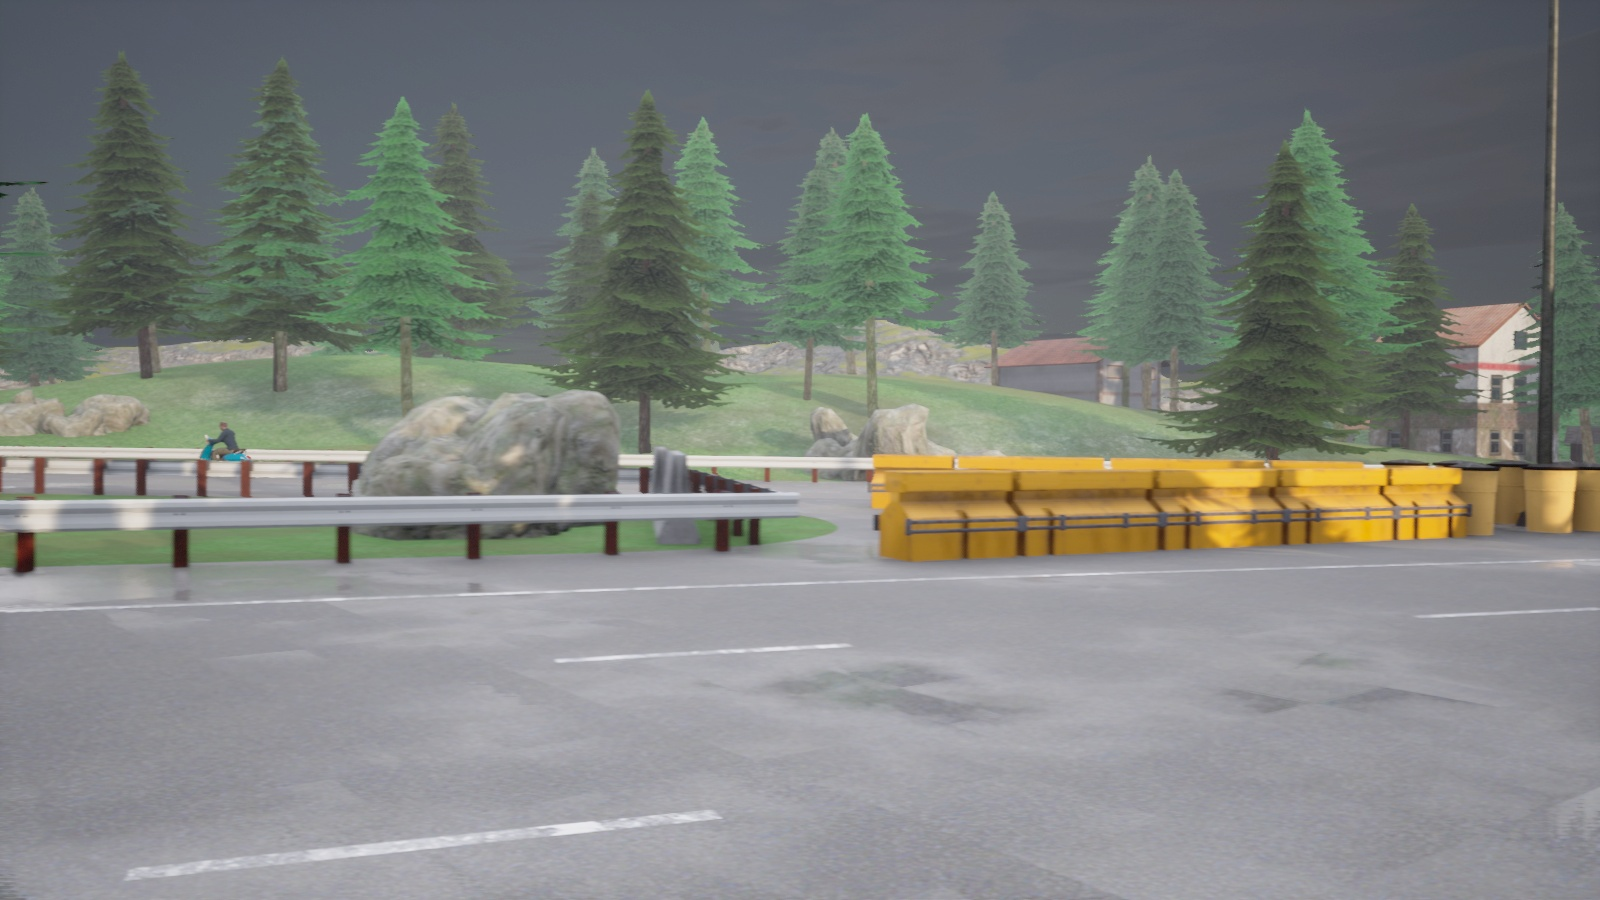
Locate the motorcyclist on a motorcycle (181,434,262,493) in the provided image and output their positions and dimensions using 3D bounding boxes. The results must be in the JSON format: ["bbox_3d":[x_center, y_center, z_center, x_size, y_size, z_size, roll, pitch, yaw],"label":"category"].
[{"bbox_3d":[-15.923,0.355,34.613,1.817,1.590,0.866,-1,1,7],"label":"motorcyclist on a motorcycle"}]
